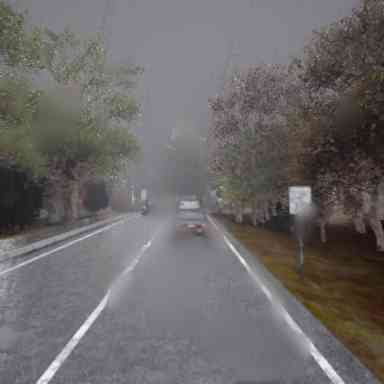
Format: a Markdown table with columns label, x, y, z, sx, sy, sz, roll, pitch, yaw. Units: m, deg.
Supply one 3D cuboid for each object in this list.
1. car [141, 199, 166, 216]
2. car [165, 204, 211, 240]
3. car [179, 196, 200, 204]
| label | x | y | z | sx | sy | sz | roll | pitch | yaw |
| --- | --- | --- | --- | --- | --- | --- | --- | --- | --- |
| car | -3.877 | 1.549 | 34.060 | 2.097 | 1.767 | 4.553 | 0 | -2 | 0 |
| car | -0.046 | 1.575 | 17.063 | 2.033 | 1.411 | 5.357 | 0 | 0 | -1 |
| car | -0.231 | 1.534 | 37.634 | 2.150 | 2.045 | 5.566 | 0 | -2 | 0 |
